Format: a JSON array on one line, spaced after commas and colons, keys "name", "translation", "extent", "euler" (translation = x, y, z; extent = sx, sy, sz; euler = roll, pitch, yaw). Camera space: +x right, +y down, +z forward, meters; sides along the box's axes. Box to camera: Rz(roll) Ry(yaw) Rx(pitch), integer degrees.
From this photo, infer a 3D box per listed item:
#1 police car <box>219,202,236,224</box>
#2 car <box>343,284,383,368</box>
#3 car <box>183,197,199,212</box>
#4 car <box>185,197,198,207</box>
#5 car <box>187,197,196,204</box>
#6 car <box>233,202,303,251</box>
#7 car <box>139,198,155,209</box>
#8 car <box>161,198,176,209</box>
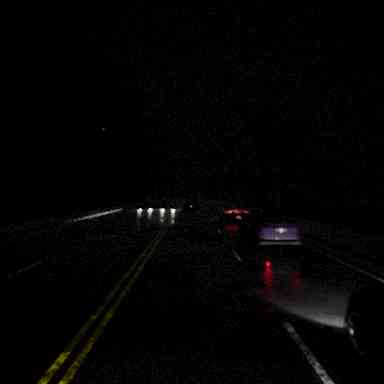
[{"name": "police car", "translation": [3.193, 1.553, 25.283], "extent": [2.038, 1.542, 4.974], "euler": [0, 0, 0]}, {"name": "car", "translation": [3.242, 1.568, 3.280], "extent": [1.994, 1.385, 4.181], "euler": [0, 0, 0]}, {"name": "car", "translation": [-0.100, 1.678, 41.229], "extent": [1.994, 1.385, 4.181], "euler": [0, 0, 0]}, {"name": "car", "translation": [-0.032, 1.696, 57.188], "extent": [2.128, 1.511, 4.902], "euler": [0, -1, 0]}, {"name": "car", "translation": [-0.166, 1.820, 73.764], "extent": [1.837, 1.490, 4.892], "euler": [0, 0, 0]}, {"name": "car", "translation": [3.218, 1.452, 14.282], "extent": [2.033, 1.649, 4.856], "euler": [0, 0, 0]}, {"name": "car", "translation": [-6.614, 1.686, 49.288], "extent": [1.812, 1.442, 4.674], "euler": [0, -1, 0]}, {"name": "car", "translation": [-3.369, 1.665, 48.854], "extent": [1.837, 1.490, 4.892], "euler": [0, -1, 0]}]
